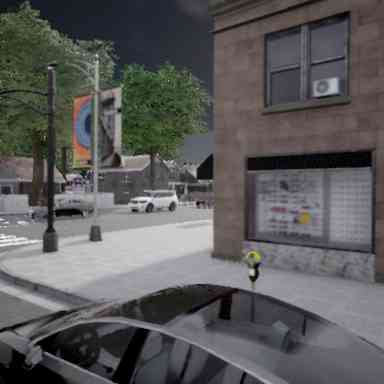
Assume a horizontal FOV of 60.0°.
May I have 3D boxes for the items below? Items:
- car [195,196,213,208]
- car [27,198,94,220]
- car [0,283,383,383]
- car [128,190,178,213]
[{"bbox_3d":[2.355,1.197,40.575,1.895,1.301,4.718,1,1,36],"label":"car"},{"bbox_3d":[-9.406,1.199,24.108,2.128,1.511,4.902,1,1,34],"label":"car"},{"bbox_3d":[-0.237,1.549,2.978,4.313,1.339,1.947,1,0,35],"label":"car"},{"bbox_3d":[-3.626,0.874,32.198,2.150,2.045,5.566,1,1,36],"label":"car"}]
